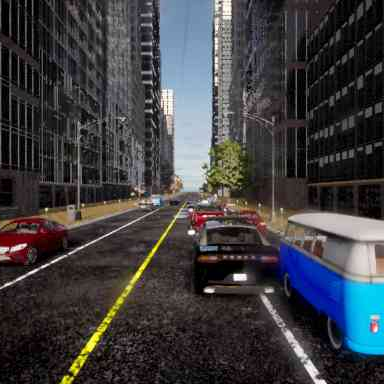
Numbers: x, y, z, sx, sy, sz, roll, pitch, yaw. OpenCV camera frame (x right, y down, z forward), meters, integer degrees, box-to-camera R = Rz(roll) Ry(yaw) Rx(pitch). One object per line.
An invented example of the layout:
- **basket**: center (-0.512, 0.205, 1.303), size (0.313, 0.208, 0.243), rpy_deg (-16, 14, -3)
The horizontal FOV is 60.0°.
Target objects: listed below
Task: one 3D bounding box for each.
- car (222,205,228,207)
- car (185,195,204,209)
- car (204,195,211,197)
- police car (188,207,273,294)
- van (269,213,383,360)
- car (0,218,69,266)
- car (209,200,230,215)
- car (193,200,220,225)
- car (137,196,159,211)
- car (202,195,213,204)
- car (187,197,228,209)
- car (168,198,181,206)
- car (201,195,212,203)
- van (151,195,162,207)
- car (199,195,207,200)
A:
- **car**: center (2.747, 1.581, 17.190), size (1.802, 1.307, 4.206), rpy_deg (0, 0, 0)
- **car**: center (0.160, 1.485, 45.729), size (2.128, 1.511, 4.902), rpy_deg (0, 0, 0)
- **car**: center (2.842, 1.544, 45.653), size (2.008, 1.369, 4.403), rpy_deg (0, 0, 0)
- **police car**: center (0.929, 1.425, 8.941), size (1.930, 1.638, 5.238), rpy_deg (0, 0, 0)
- **van**: center (2.709, 1.341, 5.807), size (1.690, 1.788, 3.998), rpy_deg (0, 0, 0)
- **car**: center (-5.653, 1.582, 11.529), size (1.802, 1.307, 4.206), rpy_deg (0, 0, 0)
- **car**: center (2.804, 1.581, 34.268), size (1.802, 1.307, 4.206), rpy_deg (0, 0, 0)
- **car**: center (0.983, 1.455, 25.021), size (1.801, 1.575, 5.366), rpy_deg (0, 0, 0)
- **car**: center (-5.558, 1.548, 39.992), size (2.008, 1.369, 4.403), rpy_deg (0, 0, 0)
- **car**: center (2.899, 1.410, 62.730), size (1.967, 1.590, 4.097), rpy_deg (0, 0, 0)
- **car**: center (0.912, 1.351, 18.794), size (2.097, 1.767, 4.553), rpy_deg (0, 0, 0)
- **car**: center (-2.820, 1.583, 54.735), size (1.895, 1.301, 4.718), rpy_deg (0, 0, 0)
- **car**: center (2.918, 1.401, 68.422), size (1.967, 1.590, 4.097), rpy_deg (0, 0, 0)
- **van**: center (-5.520, 1.328, 51.377), size (1.690, 1.788, 3.998), rpy_deg (0, 0, 0)
- **car**: center (2.994, 1.462, 91.193), size (1.887, 1.381, 4.507), rpy_deg (0, 0, 0)
